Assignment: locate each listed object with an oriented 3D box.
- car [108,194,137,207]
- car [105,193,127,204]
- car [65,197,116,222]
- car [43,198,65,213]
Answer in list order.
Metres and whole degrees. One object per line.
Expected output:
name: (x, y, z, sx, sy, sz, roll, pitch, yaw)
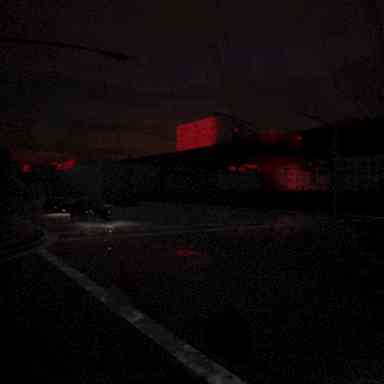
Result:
car: (-9.343, 1.261, 45.952, 1.882, 1.535, 5.008, 0, 0, -36)
car: (-13.238, 1.074, 57.423, 2.097, 1.767, 4.553, 0, 0, -36)
car: (-7.886, 1.339, 25.528, 1.882, 1.535, 5.008, 0, 0, -35)
car: (-13.640, 1.347, 33.651, 2.033, 1.411, 5.357, 0, 0, -35)
